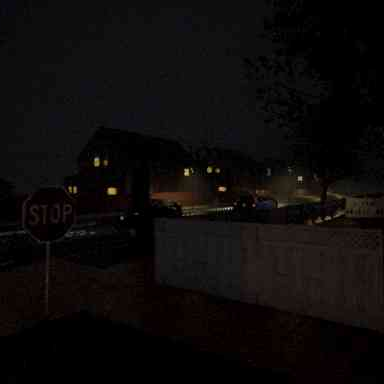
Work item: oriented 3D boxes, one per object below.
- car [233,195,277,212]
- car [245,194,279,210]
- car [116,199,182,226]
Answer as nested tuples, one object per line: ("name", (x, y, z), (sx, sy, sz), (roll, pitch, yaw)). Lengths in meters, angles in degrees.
("car", (5.162, 0.991, 26.754), (2.097, 1.767, 4.553), (2, 2, 35))
("car", (7.391, 0.995, 35.005), (1.994, 1.385, 4.181), (2, 2, 35))
("car", (-2.569, 1.184, 20.926), (2.128, 1.511, 4.902), (2, 2, 35))
